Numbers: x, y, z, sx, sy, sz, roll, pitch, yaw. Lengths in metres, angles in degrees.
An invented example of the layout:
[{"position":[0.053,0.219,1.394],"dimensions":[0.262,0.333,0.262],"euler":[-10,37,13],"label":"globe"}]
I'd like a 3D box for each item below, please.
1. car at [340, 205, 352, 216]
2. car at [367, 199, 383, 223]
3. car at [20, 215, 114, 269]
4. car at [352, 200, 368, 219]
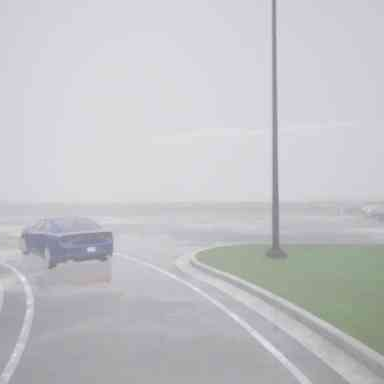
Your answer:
[{"position":[16.050,1.485,30.178],"dimensions":[4.902,1.511,2.128],"euler":[0,0,2],"label":"car"},{"position":[15.445,1.451,23.199],"dimensions":[5.008,1.535,1.882],"euler":[0,0,2],"label":"car"},{"position":[-4.519,1.551,11.675],"dimensions":[1.882,1.535,5.008],"euler":[0,0,-39],"label":"car"},{"position":[15.876,1.334,26.683],"dimensions":[4.553,1.767,2.097],"euler":[0,0,2],"label":"car"}]
